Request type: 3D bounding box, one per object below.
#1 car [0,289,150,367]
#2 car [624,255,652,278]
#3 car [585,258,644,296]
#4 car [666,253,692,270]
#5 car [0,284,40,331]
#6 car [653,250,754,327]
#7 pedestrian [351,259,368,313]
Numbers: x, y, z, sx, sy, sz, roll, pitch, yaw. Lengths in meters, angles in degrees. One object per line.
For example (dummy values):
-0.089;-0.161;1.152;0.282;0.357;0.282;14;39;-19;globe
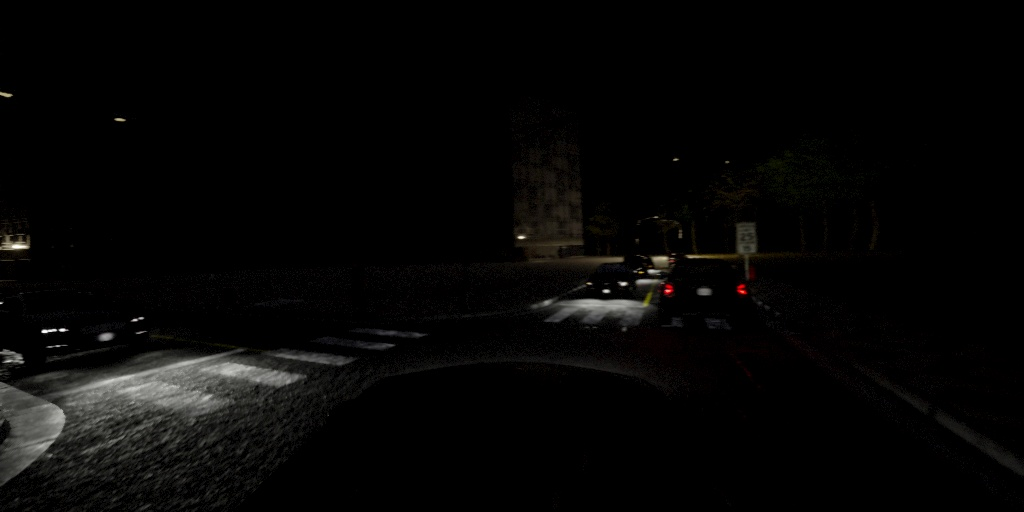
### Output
-11.202;1.596;8.972;4.902;1.511;2.128;-2;1;25;car
8.889;0.764;26.224;1.837;1.490;4.892;-2;0;24;car
4.943;1.013;17.272;2.033;1.411;5.357;-2;0;24;car
16.231;0.470;35.041;2.033;1.411;5.357;-2;0;24;car
-19.680;1.867;12.968;4.902;1.511;2.128;-2;1;25;car
5.483;0.838;10.570;2.097;1.767;4.553;-2;0;24;car
-5.089;0.970;11.903;0.375;1.860;0.375;-2;1;25;pedestrian
